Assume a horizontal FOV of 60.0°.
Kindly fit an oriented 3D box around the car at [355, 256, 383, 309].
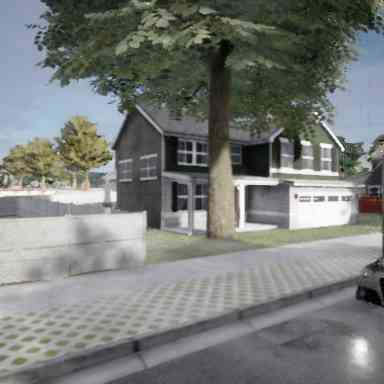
[{"bbox_3d":[5.165,1.547,6.666,4.181,1.385,1.994,0,0,-35],"label":"car"}]
